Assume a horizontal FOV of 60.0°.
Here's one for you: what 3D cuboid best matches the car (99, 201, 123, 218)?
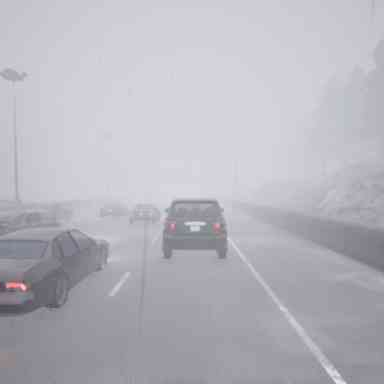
[{"bbox_3d":[-6.906,1.534,29.971,1.994,1.385,4.181,0,0,0],"label":"car"}]

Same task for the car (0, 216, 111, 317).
[{"bbox_3d":[-3.401,1.539,7.748,2.033,1.411,5.357,0,0,0],"label":"car"}]

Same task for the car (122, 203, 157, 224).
[{"bbox_3d":[-3.405,1.523,24.617,2.033,1.411,5.357,0,0,0],"label":"car"}]

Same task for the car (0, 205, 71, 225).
[{"bbox_3d":[-6.902,1.491,13.604,1.837,1.490,4.892,0,0,0],"label":"car"}]

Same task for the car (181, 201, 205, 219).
[{"bbox_3d":[0.094,1.535,29.955,1.994,1.385,4.181,0,0,0],"label":"car"}]

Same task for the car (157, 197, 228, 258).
[{"bbox_3d":[0.098,1.209,12.838,2.150,2.045,5.566,0,0,0],"label":"car"}]

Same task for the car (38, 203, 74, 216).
[{"bbox_3d":[-10.405,1.523,24.355,2.033,1.411,5.357,0,0,0],"label":"car"}]

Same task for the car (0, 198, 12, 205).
[{"bbox_3d":[-21.097,1.468,35.852,1.837,1.490,4.892,0,0,0],"label":"car"}]
